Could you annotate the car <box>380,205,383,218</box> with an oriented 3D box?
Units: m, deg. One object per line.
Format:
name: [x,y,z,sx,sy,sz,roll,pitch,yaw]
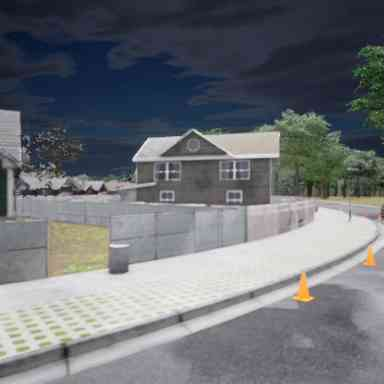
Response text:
car: [17.547,1.574,28.368,1.837,1.490,4.892,0,0,16]

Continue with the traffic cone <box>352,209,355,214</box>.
traffic cone: [17.567,2.050,36.321,0.340,0.580,0.340,0,0,11]

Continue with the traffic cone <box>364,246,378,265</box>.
traffic cone: [5.700,2.006,10.618,0.340,0.580,0.340,-1,0,41]

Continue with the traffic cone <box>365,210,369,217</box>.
traffic cone: [16.590,2.038,31.565,0.340,0.580,0.340,0,0,14]

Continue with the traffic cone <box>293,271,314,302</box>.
traffic cone: [2.407,2.000,7.175,0.340,0.580,0.340,0,-1,-44]

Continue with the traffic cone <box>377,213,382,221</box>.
traffic cone: [15.226,2.028,27.000,0.340,0.580,0.340,0,0,19]
